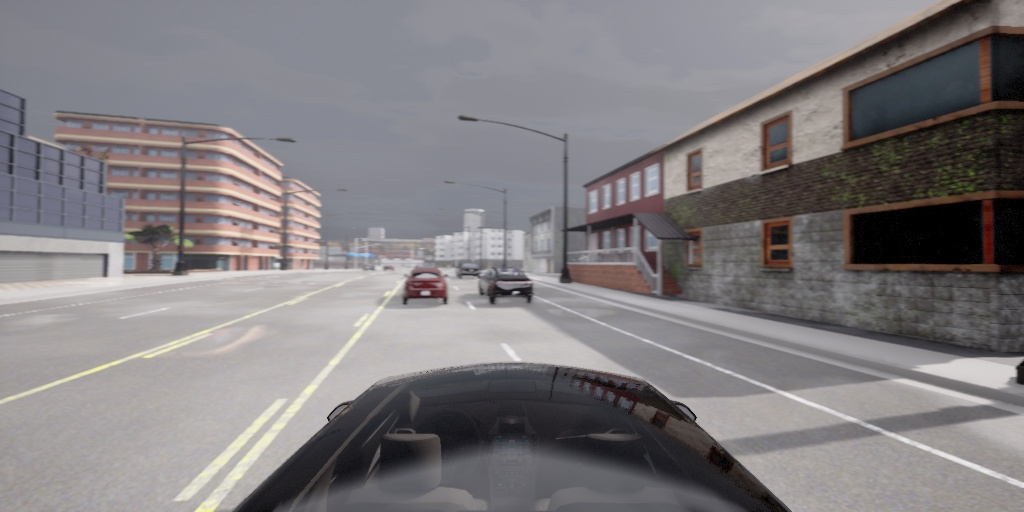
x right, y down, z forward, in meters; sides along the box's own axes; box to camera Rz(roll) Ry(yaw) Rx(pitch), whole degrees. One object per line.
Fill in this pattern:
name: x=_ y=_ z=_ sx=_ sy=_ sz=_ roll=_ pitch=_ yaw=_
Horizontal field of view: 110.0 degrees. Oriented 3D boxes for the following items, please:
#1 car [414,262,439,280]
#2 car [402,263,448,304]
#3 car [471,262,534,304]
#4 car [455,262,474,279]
car: x=-7.245 y=1.217 z=30.321 sx=1.895 sy=1.301 sz=4.718 roll=1 pitch=0 yaw=-13
car: x=-3.828 y=1.230 z=15.974 sx=1.812 sy=1.442 sz=4.674 roll=1 pitch=1 yaw=-13
car: x=-0.403 y=1.248 z=16.697 sx=2.128 sy=1.511 sz=4.902 roll=1 pitch=0 yaw=-13
car: x=-3.813 y=1.213 z=31.017 sx=2.033 sy=1.411 sz=5.357 roll=1 pitch=0 yaw=-13
